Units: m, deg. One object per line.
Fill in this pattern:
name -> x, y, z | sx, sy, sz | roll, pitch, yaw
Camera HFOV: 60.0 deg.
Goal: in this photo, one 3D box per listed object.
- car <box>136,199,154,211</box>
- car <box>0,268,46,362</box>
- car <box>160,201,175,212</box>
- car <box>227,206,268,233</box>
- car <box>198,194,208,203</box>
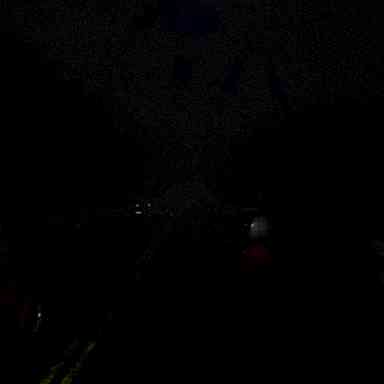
car -> -6.589, 1.785, 46.946 | 2.097, 1.767, 4.553 | 0, -1, 0
car -> -3.350, 1.583, 3.685 | 1.994, 1.385, 4.181 | 0, 0, 0
car -> -3.341, 1.979, 46.765 | 2.033, 1.411, 5.357 | 0, -1, 0
car -> 3.346, 1.626, 20.446 | 1.837, 1.490, 4.892 | 0, -1, 0
car -> 3.229, 2.022, 89.914 | 2.033, 1.649, 4.856 | 0, 1, 0
